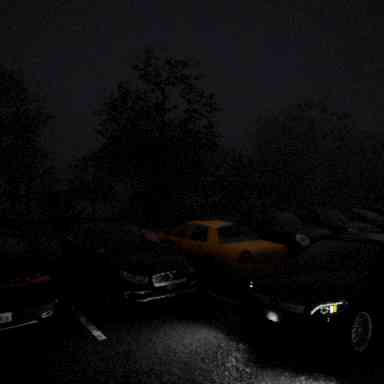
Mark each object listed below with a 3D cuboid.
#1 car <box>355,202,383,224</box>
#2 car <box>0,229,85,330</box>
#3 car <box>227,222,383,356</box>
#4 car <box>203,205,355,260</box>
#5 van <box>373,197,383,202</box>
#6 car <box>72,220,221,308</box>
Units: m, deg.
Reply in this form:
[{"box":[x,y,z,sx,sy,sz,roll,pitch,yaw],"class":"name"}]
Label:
[{"box":[4.975,1.368,13.033,2.185,1.767,4.553,0,0,-35],"class":"car"},{"box":[-4.044,1.482,6.554,2.231,1.521,4.892,0,0,-35],"class":"car"},{"box":[3.054,1.533,6.194,4.674,1.442,1.812,0,0,-36],"class":"car"},{"box":[2.715,1.365,11.421,2.185,1.767,4.553,0,0,-35],"class":"car"},{"box":[11.706,1.278,17.939,1.878,1.987,4.442,0,0,-36],"class":"van"},{"box":[-1.791,1.485,8.176,2.231,1.521,4.892,0,0,-35],"class":"car"}]
